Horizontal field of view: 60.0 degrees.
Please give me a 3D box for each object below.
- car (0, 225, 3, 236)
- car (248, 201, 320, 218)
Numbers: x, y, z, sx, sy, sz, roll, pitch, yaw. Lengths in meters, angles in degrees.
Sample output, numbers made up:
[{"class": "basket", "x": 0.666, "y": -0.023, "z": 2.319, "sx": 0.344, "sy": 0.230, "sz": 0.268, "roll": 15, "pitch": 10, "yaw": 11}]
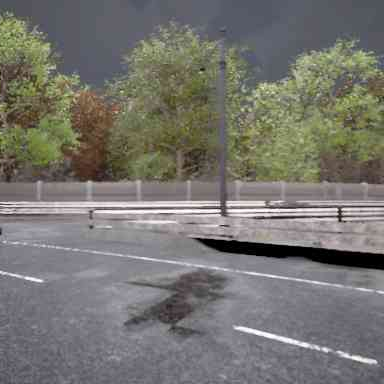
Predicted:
[{"class": "car", "x": -10.156, "y": 1.578, "z": 13.773, "sx": 4.718, "sy": 1.301, "sz": 1.895, "roll": -1, "pitch": 1, "yaw": 27}, {"class": "car", "x": 6.232, "y": 1.438, "z": 22.703, "sx": 4.892, "sy": 1.490, "sz": 1.837, "roll": -2, "pitch": 0, "yaw": -8}]
